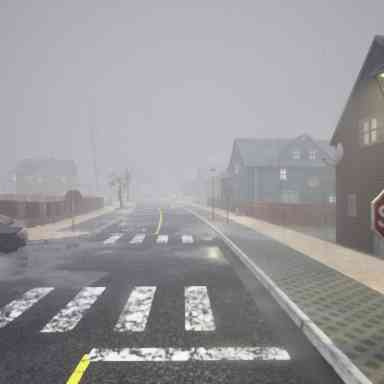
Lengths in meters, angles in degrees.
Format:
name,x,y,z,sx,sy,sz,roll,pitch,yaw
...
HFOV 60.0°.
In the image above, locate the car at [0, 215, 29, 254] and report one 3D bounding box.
name,x,y,z,sx,sy,sz,roll,pitch,yaw
car,-8.048,1.384,10.820,4.892,1.490,1.837,2,6,-22
